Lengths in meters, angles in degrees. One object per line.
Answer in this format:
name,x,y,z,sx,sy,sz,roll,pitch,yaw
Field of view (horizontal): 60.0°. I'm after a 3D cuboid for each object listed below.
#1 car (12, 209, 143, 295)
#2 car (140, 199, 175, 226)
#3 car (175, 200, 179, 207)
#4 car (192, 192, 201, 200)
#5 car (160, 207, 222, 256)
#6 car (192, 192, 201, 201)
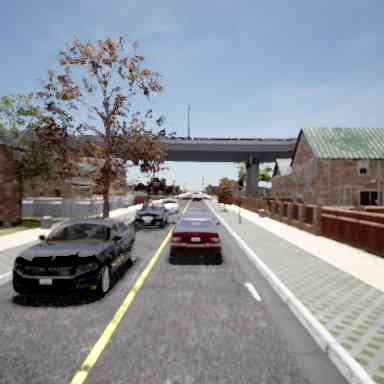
car,-2.751,1.448,8.850,1.882,1.535,5.008,0,0,1
car,-2.563,1.448,21.893,2.128,1.511,4.902,0,0,1
car,-2.316,1.475,34.672,1.812,1.442,4.674,0,0,1
car,1.116,0.979,86.534,2.150,2.045,5.566,0,0,1
car,0.152,1.539,12.997,2.033,1.411,5.357,0,0,1
car,0.980,1.368,76.310,1.895,1.301,4.718,0,0,1
